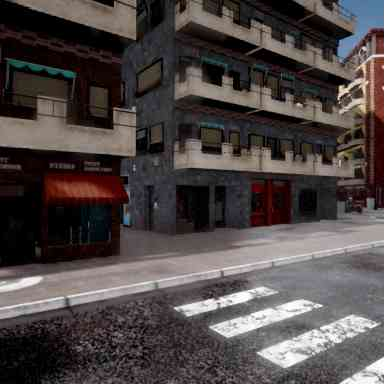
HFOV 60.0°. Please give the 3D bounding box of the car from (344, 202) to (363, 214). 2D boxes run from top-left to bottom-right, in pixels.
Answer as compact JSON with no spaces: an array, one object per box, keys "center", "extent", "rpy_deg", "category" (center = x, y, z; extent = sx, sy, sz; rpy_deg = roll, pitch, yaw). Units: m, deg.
[{"center":[17.813,1.790,38.250],"extent":[1.895,1.301,4.718],"rpy_deg":[0,0,5],"category":"car"}]
